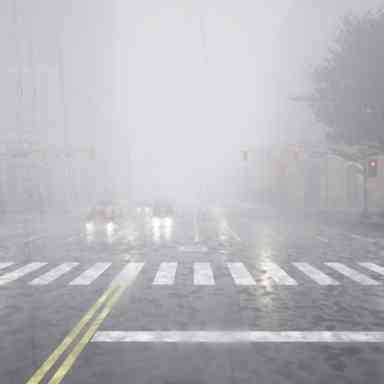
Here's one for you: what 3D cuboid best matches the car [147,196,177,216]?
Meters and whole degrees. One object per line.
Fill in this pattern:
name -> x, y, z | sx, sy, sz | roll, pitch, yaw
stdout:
car -> -3.000, 1.491, 32.370 | 2.128, 1.511, 4.902 | 0, 0, -10

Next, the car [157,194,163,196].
car -> -6.970, 1.601, 67.634 | 1.895, 1.301, 4.718 | 0, 0, 1

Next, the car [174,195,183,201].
car -> -3.300, 1.552, 83.379 | 1.994, 1.385, 4.181 | 0, 0, 1

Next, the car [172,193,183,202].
car -> -3.441, 1.222, 69.430 | 2.150, 2.045, 5.566 | 0, 0, 1

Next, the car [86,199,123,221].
car -> -7.110, 1.352, 27.366 | 2.097, 1.767, 4.553 | 0, 0, 0

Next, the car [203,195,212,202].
car -> 3.651, 1.525, 78.496 | 2.128, 1.511, 4.902 | 0, 0, 1

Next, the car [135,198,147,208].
car -> -7.112, 1.564, 49.075 | 1.994, 1.385, 4.181 | 0, 0, 0

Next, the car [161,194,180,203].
car -> -3.612, 1.546, 55.594 | 2.033, 1.411, 5.357 | 0, 0, 0
